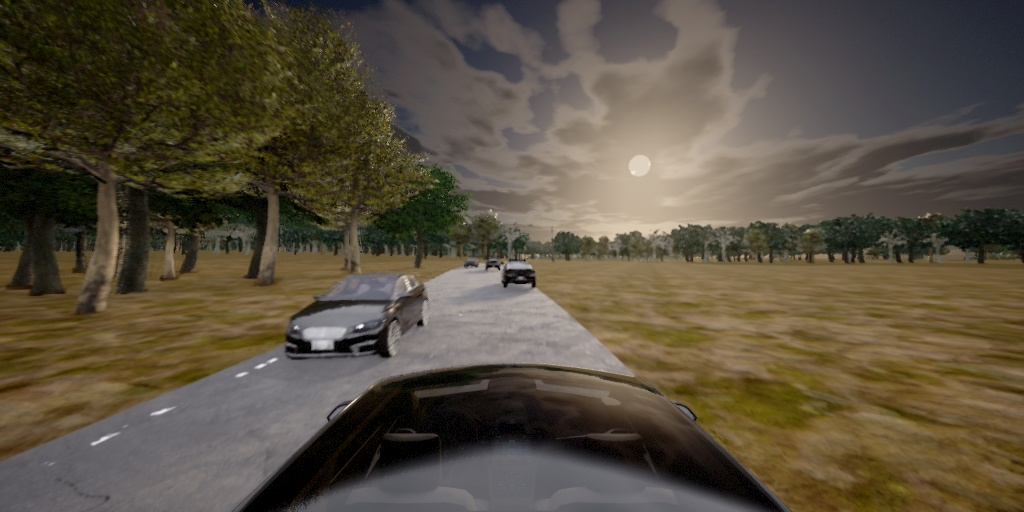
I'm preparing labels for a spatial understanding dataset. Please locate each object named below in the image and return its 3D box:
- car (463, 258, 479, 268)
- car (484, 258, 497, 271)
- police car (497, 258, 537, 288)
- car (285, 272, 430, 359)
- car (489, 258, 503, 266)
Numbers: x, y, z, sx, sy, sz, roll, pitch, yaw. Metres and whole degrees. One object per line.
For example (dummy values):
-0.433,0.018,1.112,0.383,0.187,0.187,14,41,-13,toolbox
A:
-5.750,0.980,51.012,2.033,1.411,5.357,0,0,-1,car
-2.284,0.963,43.687,1.837,1.490,4.892,0,1,-3,car
0.315,0.997,22.247,1.930,1.638,5.238,0,0,-4,police car
-3.217,1.159,8.394,2.128,1.511,4.902,-1,1,-2,car
-2.566,0.963,59.904,1.895,1.301,4.718,0,0,3,car
